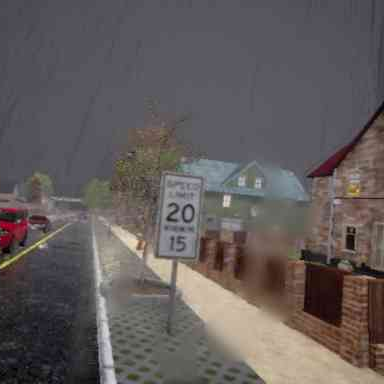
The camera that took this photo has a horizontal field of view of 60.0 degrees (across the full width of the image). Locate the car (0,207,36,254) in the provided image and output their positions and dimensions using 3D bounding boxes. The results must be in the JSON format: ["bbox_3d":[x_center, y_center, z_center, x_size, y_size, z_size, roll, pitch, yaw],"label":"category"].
[{"bbox_3d":[-9.693,1.785,16.588,2.150,2.045,5.566,6,-5,-16],"label":"car"}]

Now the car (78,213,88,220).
[{"bbox_3d":[-23.897,5.260,72.782,1.812,1.442,4.674,6,-5,-17],"label":"car"}]

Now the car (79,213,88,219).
[{"bbox_3d":[-26.772,5.880,82.164,2.033,1.411,5.357,6,-5,-17],"label":"car"}]

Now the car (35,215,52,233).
[{"bbox_3d":[-13.655,2.788,29.516,1.812,1.442,4.674,6,-5,-16],"label":"car"}]
